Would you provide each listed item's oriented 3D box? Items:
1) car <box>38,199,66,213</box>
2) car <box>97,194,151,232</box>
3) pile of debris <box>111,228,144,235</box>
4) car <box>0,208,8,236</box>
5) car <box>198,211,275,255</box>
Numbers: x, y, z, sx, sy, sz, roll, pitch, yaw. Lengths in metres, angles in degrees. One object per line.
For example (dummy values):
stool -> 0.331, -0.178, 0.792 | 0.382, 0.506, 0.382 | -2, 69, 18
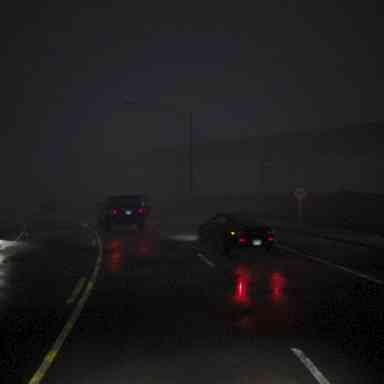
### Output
car -> -16.203, 1.573, 38.303 | 2.128, 1.511, 4.902 | -2, 1, -42
car -> -4.420, 1.206, 20.303 | 2.150, 2.045, 5.566 | -1, 0, -22
pile of debris -> -3.559, 2.157, 18.290 | 1.500, 0.140, 1.860 | -1, 0, -20
car -> -11.557, 1.572, 18.706 | 1.882, 1.535, 5.008 | -1, 0, -25
car -> 1.590, 1.468, 13.102 | 1.812, 1.442, 4.674 | -1, 0, -14
